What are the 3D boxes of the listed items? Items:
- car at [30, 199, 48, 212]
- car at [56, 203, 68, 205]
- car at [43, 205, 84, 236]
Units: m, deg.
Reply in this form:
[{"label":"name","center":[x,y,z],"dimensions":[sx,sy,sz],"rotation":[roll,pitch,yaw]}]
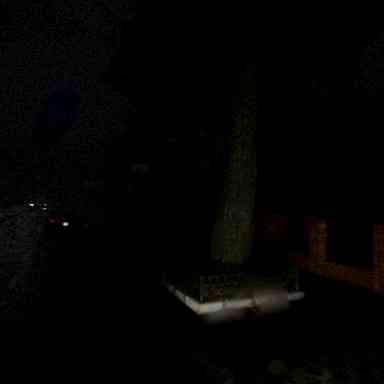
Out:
[{"label":"car","center":[-21.006,1.789,45.651],"dimensions":[2.097,1.767,4.553],"rotation":[0,-1,-22]},{"label":"car","center":[-13.792,1.840,35.303],"dimensions":[1.994,1.385,4.181],"rotation":[-1,0,-22]},{"label":"car","center":[-7.544,1.703,19.765],"dimensions":[1.994,1.385,4.181],"rotation":[0,0,-22]}]
